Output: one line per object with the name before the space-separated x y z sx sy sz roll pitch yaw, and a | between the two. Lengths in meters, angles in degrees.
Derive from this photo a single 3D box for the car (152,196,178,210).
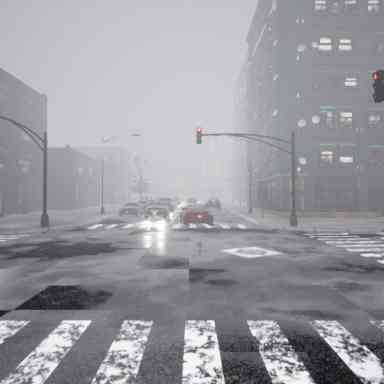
car | -3.089 1.361 38.924 2.097 1.767 4.553 0 0 0

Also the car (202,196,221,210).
car | 2.714 1.450 43.185 1.967 1.590 4.097 1 0 0

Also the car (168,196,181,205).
car | -3.042 1.492 58.345 1.882 1.535 5.008 0 0 1

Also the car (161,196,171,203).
car | -5.664 1.600 71.559 1.802 1.307 4.206 1 0 0

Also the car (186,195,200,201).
car | 0.011 1.492 59.426 1.882 1.535 5.008 0 0 0

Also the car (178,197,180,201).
car | -3.083 1.537 47.919 1.812 1.442 4.674 0 0 0

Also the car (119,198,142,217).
car | -5.747 1.552 31.757 1.887 1.381 4.507 1 0 0

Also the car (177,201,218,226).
car | 0.307 1.570 23.625 1.994 1.385 4.181 0 0 -7

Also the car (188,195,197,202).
car | 0.013 1.374 69.852 1.812 1.442 4.674 0 0 0

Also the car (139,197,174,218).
car | -3.092 1.499 29.905 2.128 1.511 4.902 0 0 0
